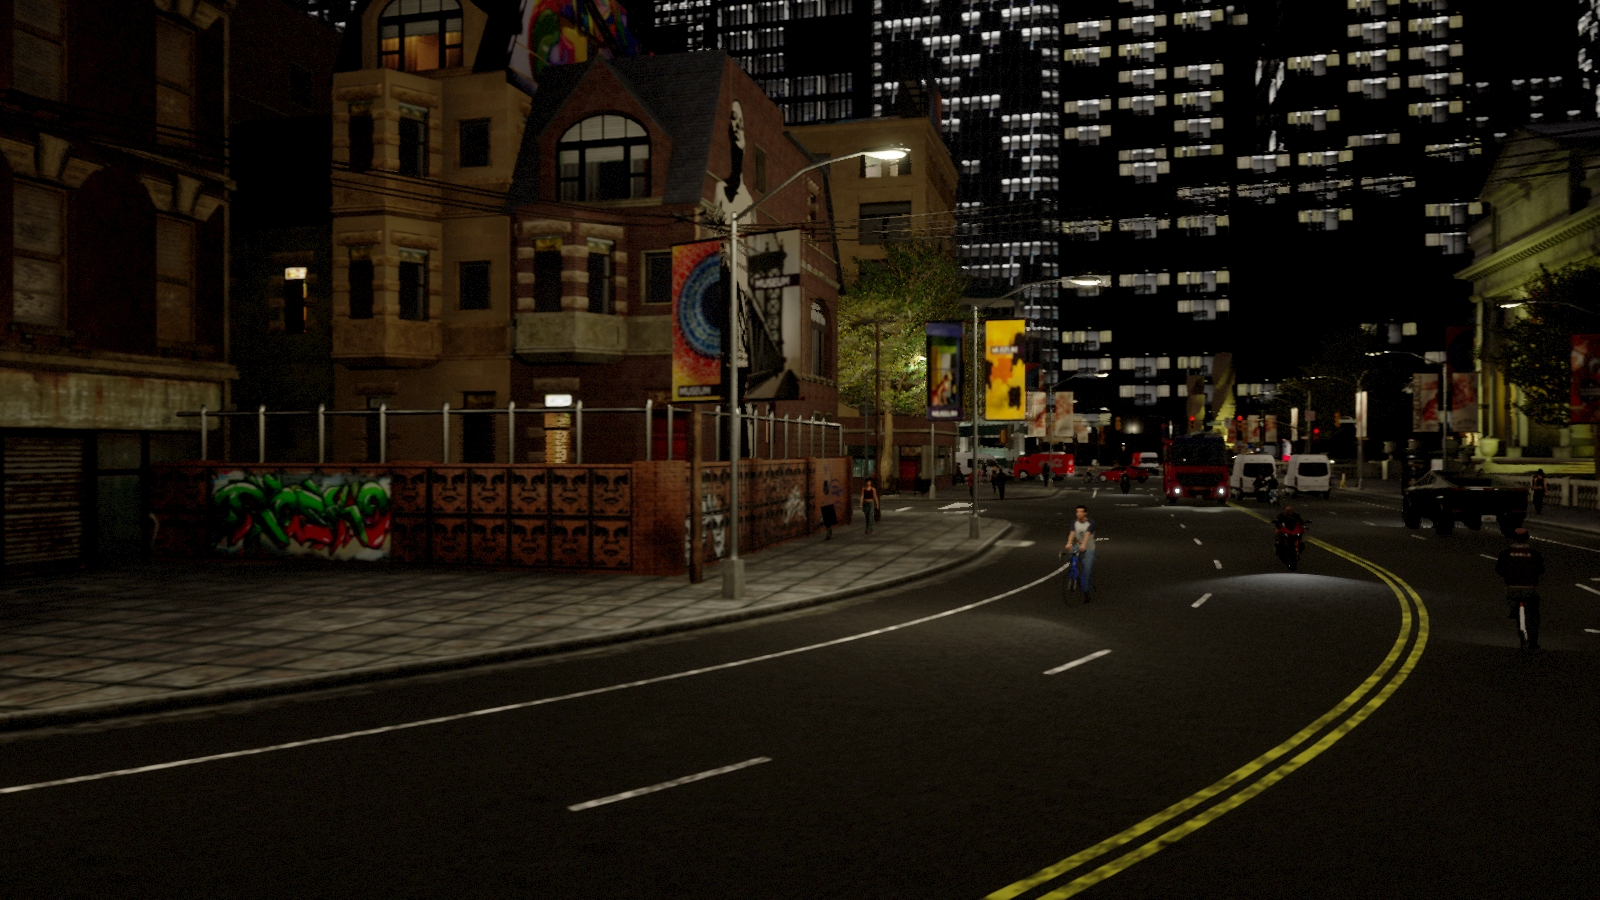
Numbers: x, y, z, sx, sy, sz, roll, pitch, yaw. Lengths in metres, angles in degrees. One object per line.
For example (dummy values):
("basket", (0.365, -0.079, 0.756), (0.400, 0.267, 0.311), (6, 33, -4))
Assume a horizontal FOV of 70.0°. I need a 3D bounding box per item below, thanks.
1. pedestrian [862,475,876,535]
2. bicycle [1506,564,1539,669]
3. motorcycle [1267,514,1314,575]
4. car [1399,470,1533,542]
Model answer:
("pedestrian", (2.168, 1.711, 35.930), (0.375, 1.860, 0.375), (0, 0, 15))
("bicycle", (9.790, 2.213, 15.492), (0.329, 1.171, 1.835), (-2, -1, 32))
("motorcycle", (11.626, 2.212, 27.133), (0.867, 1.251, 2.209), (-1, 0, 19))
("car", (22.135, 1.762, 38.317), (2.390, 2.098, 6.274), (0, 0, 16))
